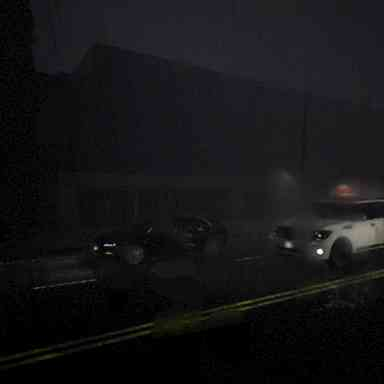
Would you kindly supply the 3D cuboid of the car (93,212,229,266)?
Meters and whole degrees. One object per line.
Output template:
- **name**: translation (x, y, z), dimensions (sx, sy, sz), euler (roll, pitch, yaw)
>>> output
- **car**: translation (-0.945, 1.505, 11.637), dimensions (4.892, 1.490, 1.837), euler (0, 0, -32)

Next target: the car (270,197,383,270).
- **car**: translation (5.212, 1.221, 11.371), dimensions (5.566, 2.045, 2.150), euler (0, 0, -32)
